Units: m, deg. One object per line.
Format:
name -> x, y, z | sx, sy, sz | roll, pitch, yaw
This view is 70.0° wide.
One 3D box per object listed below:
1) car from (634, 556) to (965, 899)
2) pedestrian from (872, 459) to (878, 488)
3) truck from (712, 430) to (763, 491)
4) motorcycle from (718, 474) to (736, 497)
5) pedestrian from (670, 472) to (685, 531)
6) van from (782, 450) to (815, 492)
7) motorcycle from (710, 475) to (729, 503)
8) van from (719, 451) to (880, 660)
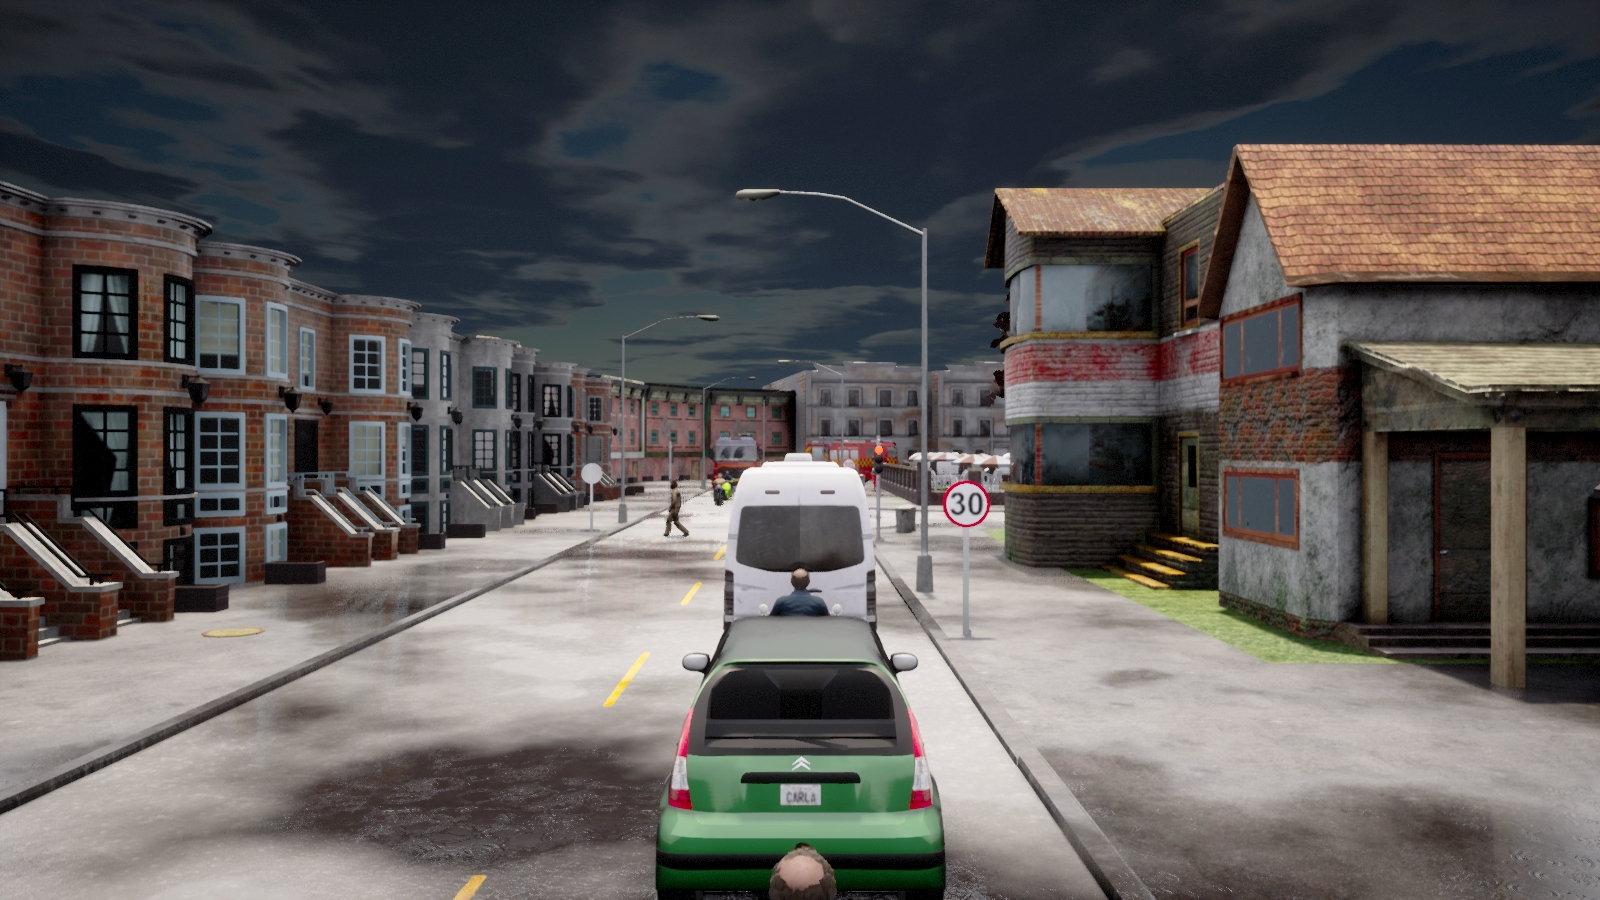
car -> -0.003, 1.776, 8.385 | 1.851, 1.617, 3.988 | 0, 0, 0
pedestrian -> 4.779, 1.498, 72.864 | 0.375, 1.860, 0.375 | 0, 0, -6
truck -> -4.030, 0.643, 75.606 | 2.891, 3.827, 8.468 | 0, 0, 0
motorcycle -> -4.012, 1.938, 62.913 | 0.856, 1.236, 1.805 | 0, 0, 0
pedestrian -> -3.869, 1.615, 36.031 | 0.375, 1.860, 0.375 | 0, 0, 11
van -> -0.079, 1.287, 72.606 | 1.988, 2.561, 5.915 | 0, 0, 0
motorcycle -> -4.008, 1.928, 56.931 | 0.764, 1.277, 2.356 | 0, 0, 0
van -> -0.006, 1.308, 17.043 | 1.988, 2.561, 5.915 | 0, 0, 0
